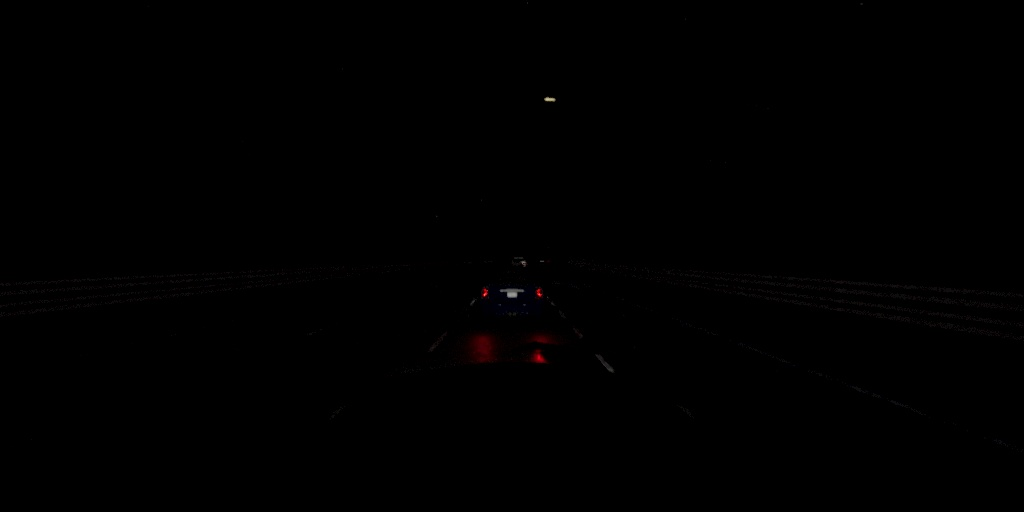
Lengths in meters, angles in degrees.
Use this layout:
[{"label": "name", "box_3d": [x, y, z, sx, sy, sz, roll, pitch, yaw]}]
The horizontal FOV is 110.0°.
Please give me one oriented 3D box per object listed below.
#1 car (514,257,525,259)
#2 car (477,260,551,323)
[{"label": "car", "box_3d": [1.152, 1.227, 52.483, 2.150, 2.045, 5.566, 0, 0, 4]}, {"label": "car", "box_3d": [0.005, 1.154, 12.517, 2.097, 1.767, 4.553, 0, 0, 0]}]
